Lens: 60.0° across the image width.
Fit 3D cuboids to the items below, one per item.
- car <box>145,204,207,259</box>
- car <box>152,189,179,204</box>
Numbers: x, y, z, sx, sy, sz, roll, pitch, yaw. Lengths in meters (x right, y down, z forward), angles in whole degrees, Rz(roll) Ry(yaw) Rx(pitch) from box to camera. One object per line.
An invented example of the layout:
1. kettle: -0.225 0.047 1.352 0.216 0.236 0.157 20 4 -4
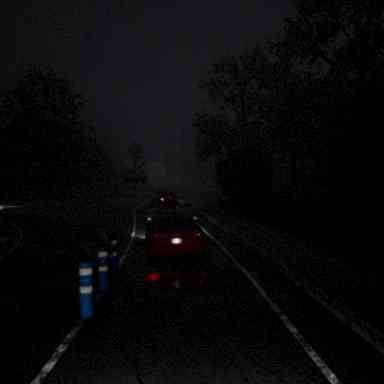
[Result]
1. car: -0.676 1.386 12.015 1.994 1.385 4.181 0 2 -6
2. car: -2.341 0.453 29.852 1.994 1.385 4.181 0 4 4
